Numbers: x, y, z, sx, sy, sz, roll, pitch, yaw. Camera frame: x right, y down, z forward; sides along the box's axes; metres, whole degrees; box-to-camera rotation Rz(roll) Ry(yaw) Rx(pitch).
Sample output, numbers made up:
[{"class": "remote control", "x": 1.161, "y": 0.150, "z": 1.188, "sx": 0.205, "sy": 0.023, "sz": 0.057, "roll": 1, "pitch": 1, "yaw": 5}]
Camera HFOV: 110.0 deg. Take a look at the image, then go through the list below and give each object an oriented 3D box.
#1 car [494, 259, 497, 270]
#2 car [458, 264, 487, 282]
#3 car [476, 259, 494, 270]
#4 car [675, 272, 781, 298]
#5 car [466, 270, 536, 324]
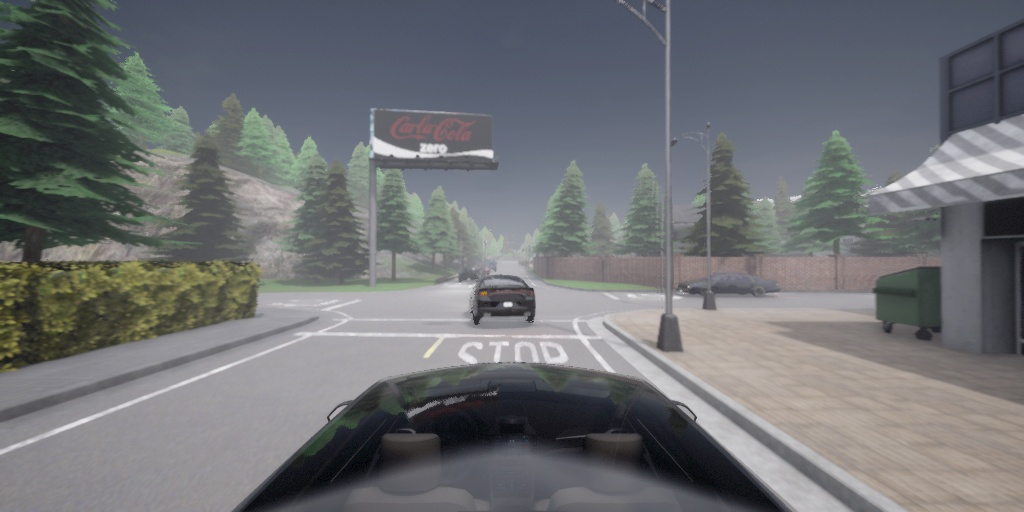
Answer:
[{"class": "car", "x": -3.591, "y": 1.479, "z": 56.826, "sx": 2.150, "sy": 2.045, "sz": 5.566, "roll": 0, "pitch": 0, "yaw": 0}, {"class": "car", "x": -3.606, "y": 1.633, "z": 32.093, "sx": 1.895, "sy": 1.301, "sz": 4.718, "roll": 0, "pitch": -1, "yaw": 0}, {"class": "car", "x": -3.606, "y": 1.480, "z": 42.511, "sx": 2.097, "sy": 1.767, "sz": 4.553, "roll": 0, "pitch": -1, "yaw": 0}, {"class": "car", "x": 12.540, "y": 1.652, "z": 20.965, "sx": 5.357, "sy": 1.411, "sz": 2.033, "roll": 0, "pitch": -1, "yaw": 1}, {"class": "car", "x": -0.504, "y": 1.416, "z": 12.645, "sx": 1.882, "sy": 1.535, "sz": 5.008, "roll": 0, "pitch": -4, "yaw": -9}]
